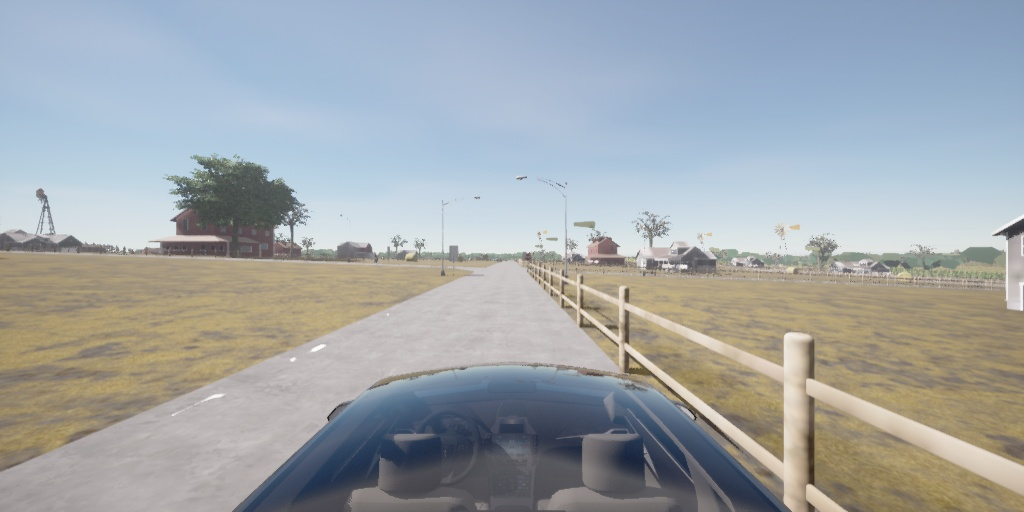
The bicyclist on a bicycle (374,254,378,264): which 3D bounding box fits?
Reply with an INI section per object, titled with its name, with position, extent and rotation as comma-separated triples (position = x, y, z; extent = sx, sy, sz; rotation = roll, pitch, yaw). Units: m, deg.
[bicyclist on a bicycle]
position = -22.620, 0.509, 59.585
extent = 0.582, 1.620, 1.656
rotation = 2, 0, 0
